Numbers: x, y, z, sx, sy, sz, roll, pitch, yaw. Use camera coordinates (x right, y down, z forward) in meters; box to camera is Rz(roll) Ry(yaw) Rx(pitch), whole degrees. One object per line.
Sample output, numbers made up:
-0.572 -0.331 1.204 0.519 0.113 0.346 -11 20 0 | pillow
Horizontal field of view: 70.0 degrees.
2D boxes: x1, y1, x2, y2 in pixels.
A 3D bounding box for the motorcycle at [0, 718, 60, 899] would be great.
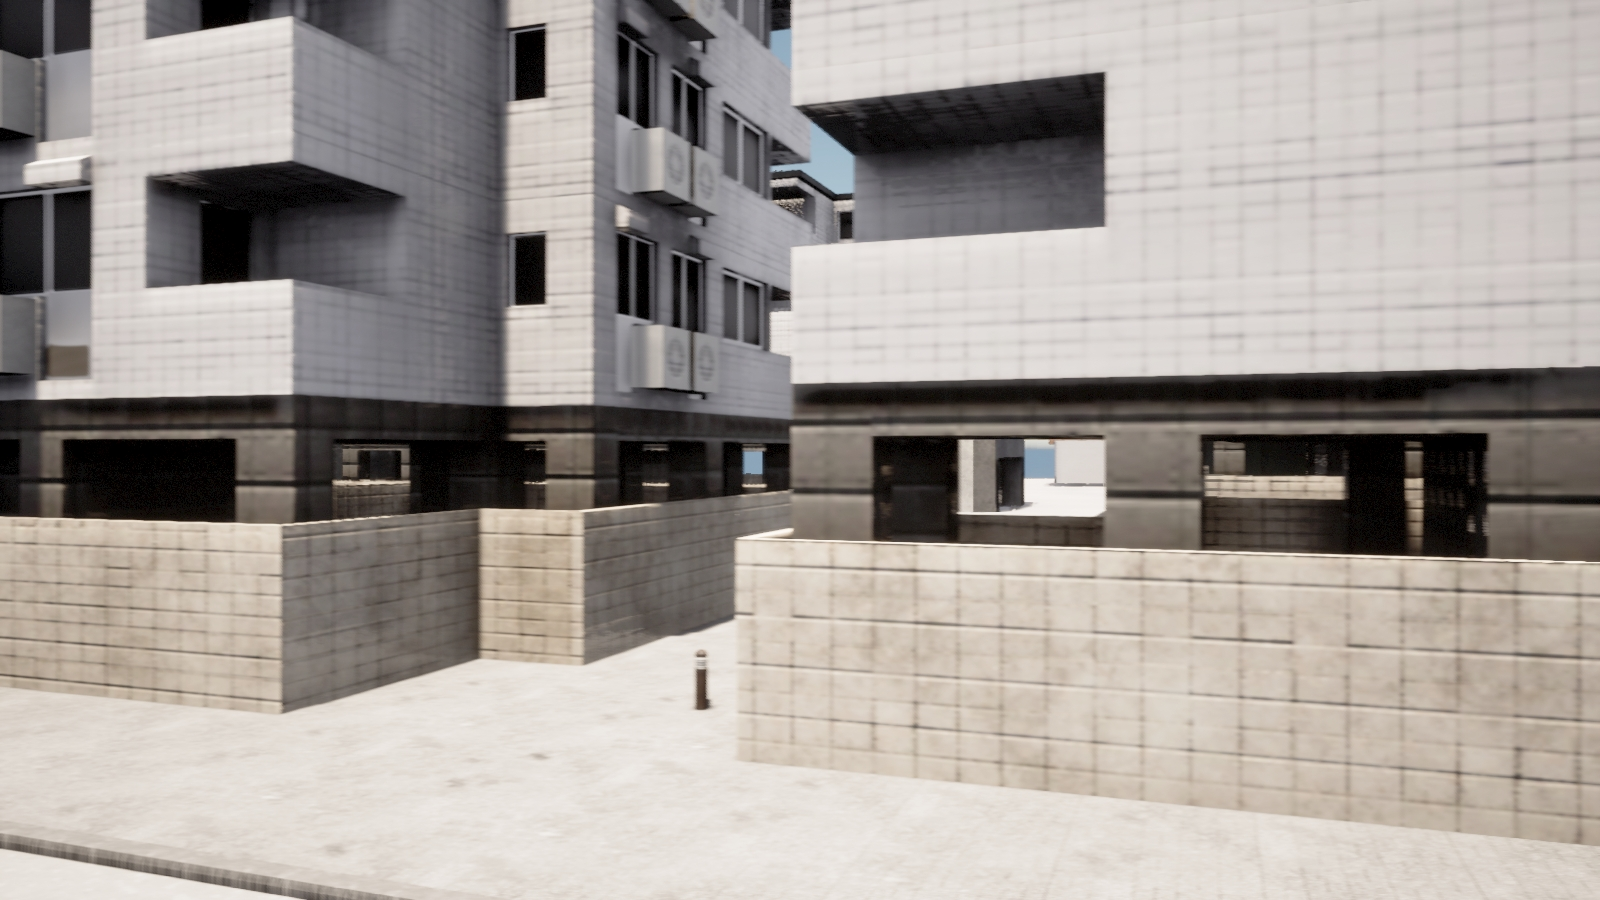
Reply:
-4.617 1.962 5.497 1.805 1.236 0.856 0 0 20 | motorcycle
